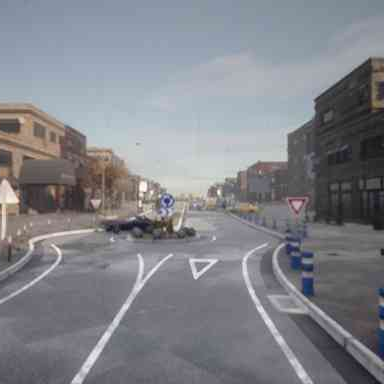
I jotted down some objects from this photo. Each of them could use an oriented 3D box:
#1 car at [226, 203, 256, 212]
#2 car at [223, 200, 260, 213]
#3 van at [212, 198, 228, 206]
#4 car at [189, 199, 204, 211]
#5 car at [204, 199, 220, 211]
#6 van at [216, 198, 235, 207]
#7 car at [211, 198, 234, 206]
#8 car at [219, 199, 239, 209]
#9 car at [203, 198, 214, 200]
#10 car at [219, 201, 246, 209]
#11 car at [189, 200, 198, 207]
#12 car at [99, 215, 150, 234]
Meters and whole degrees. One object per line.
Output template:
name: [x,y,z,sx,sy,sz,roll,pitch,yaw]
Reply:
car: [8.203,2.605,55.565,4.674,1.452,2.002,0,0,-1]
car: [8.044,2.559,52.805,5.366,1.575,1.946,0,0,-1]
van: [7.682,2.706,91.392,4.442,1.987,1.878,0,-1,-1]
car: [0.507,2.448,60.224,2.097,1.767,4.553,0,0,-1]
car: [3.506,2.578,60.637,1.882,1.535,5.008,0,0,-1]
van: [8.039,2.526,80.248,4.442,1.987,1.878,0,-1,-1]
car: [7.832,2.584,85.883,5.566,2.045,2.435,0,-1,-1]
car: [8.112,2.595,63.831,5.008,1.535,2.097,0,0,-1]
car: [3.331,2.591,76.001,2.033,1.411,5.357,0,-1,-1]
car: [8.071,2.612,66.587,5.008,1.535,2.097,0,0,-1]
car: [0.331,2.528,75.969,1.882,1.535,5.008,0,-1,-1]
car: [-4.815,2.513,26.191,4.718,1.301,1.895,1,-2,-36]
